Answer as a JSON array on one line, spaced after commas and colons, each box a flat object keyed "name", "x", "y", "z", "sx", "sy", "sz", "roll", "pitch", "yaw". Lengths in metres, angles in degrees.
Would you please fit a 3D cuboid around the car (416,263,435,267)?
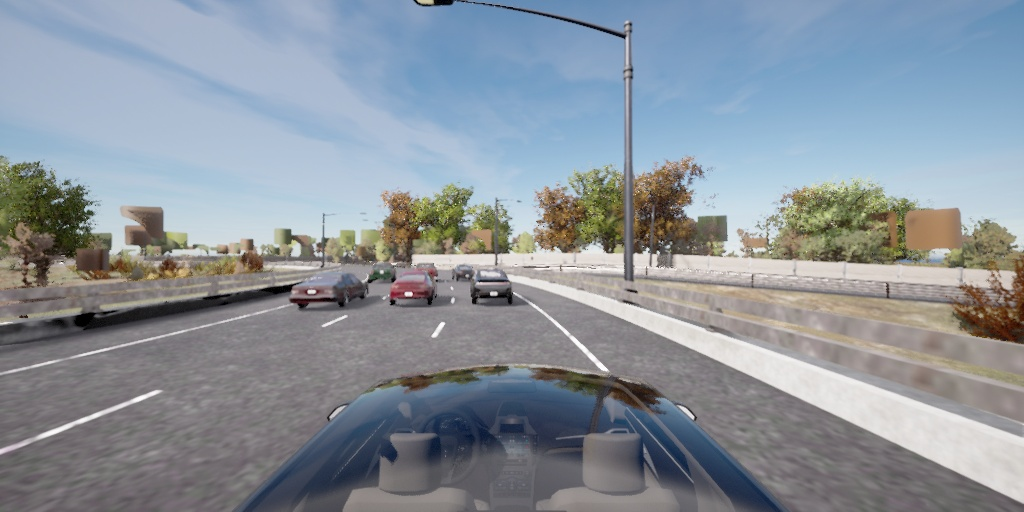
[{"name": "car", "x": -7.801, "y": 1.388, "z": 32.140, "sx": 2.097, "sy": 1.767, "sz": 4.553, "roll": 0, "pitch": -1, "yaw": -16}]

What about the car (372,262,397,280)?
[{"name": "car", "x": -11.162, "y": 1.381, "z": 31.167, "sx": 2.097, "sy": 1.767, "sz": 4.553, "roll": 0, "pitch": -1, "yaw": -16}]

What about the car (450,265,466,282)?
[{"name": "car", "x": -4.526, "y": 1.574, "z": 33.393, "sx": 1.812, "sy": 1.442, "sz": 4.674, "roll": 0, "pitch": 0, "yaw": -16}]

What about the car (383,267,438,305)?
[{"name": "car", "x": -4.588, "y": 1.421, "z": 17.051, "sx": 1.812, "sy": 1.442, "sz": 4.674, "roll": 0, "pitch": 0, "yaw": -8}]

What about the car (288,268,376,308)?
[{"name": "car", "x": -7.991, "y": 1.436, "z": 16.182, "sx": 2.033, "sy": 1.411, "sz": 5.357, "roll": 0, "pitch": -1, "yaw": -8}]

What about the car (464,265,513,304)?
[{"name": "car", "x": -1.104, "y": 1.390, "z": 17.427, "sx": 2.128, "sy": 1.511, "sz": 4.902, "roll": 0, "pitch": 0, "yaw": -8}]
